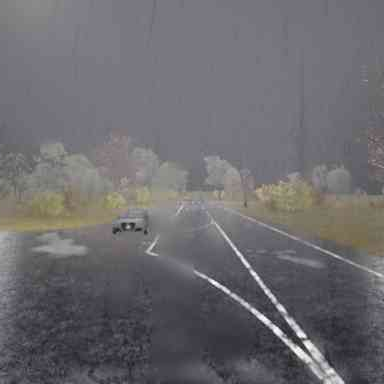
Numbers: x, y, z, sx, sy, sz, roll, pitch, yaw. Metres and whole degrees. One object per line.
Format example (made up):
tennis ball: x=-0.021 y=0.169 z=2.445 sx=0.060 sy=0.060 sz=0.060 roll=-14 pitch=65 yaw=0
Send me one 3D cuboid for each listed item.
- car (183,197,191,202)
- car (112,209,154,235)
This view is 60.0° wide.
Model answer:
car: x=-1.372 y=2.051 z=94.483 sx=1.882 sy=1.535 sz=5.008 roll=0 pitch=0 yaw=7
car: x=-3.453 y=1.715 z=19.976 sx=1.994 sy=1.385 sz=4.181 roll=0 pitch=0 yaw=0
